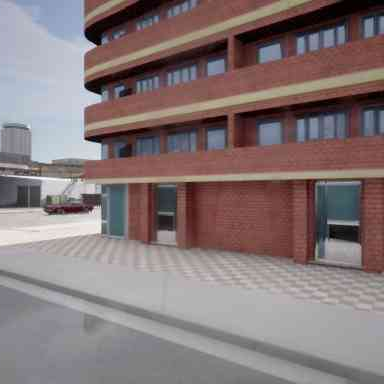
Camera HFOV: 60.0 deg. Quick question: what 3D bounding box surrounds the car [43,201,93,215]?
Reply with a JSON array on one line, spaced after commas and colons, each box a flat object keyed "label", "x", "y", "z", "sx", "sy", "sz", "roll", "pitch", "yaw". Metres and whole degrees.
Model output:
[{"label": "car", "x": -12.421, "y": 1.601, "z": 33.504, "sx": 1.895, "sy": 1.301, "sz": 4.718, "roll": 0, "pitch": 0, "yaw": 34}]
